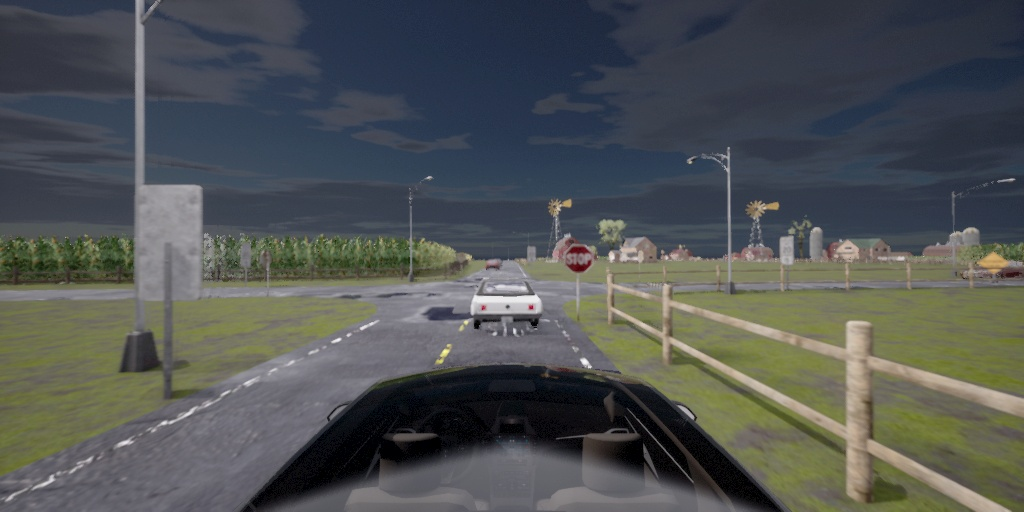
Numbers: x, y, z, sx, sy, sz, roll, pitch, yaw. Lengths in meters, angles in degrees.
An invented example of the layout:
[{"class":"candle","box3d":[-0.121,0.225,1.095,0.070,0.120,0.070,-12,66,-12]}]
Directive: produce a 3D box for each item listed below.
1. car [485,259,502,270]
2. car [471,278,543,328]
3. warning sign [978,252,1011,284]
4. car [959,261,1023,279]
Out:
[{"class":"car","box3d":[-2.835,1.269,52.414,1.882,1.535,5.008,0,0,0]},{"class":"car","box3d":[-0.268,1.351,11.442,1.895,1.301,4.718,0,0,-4]},{"class":"warning sign","box3d":[28.083,0.691,20.878,1.060,1.860,1.300,0,0,-5]},{"class":"car","box3d":[36.484,1.083,26.888,4.674,1.442,1.812,0,0,-5]}]
